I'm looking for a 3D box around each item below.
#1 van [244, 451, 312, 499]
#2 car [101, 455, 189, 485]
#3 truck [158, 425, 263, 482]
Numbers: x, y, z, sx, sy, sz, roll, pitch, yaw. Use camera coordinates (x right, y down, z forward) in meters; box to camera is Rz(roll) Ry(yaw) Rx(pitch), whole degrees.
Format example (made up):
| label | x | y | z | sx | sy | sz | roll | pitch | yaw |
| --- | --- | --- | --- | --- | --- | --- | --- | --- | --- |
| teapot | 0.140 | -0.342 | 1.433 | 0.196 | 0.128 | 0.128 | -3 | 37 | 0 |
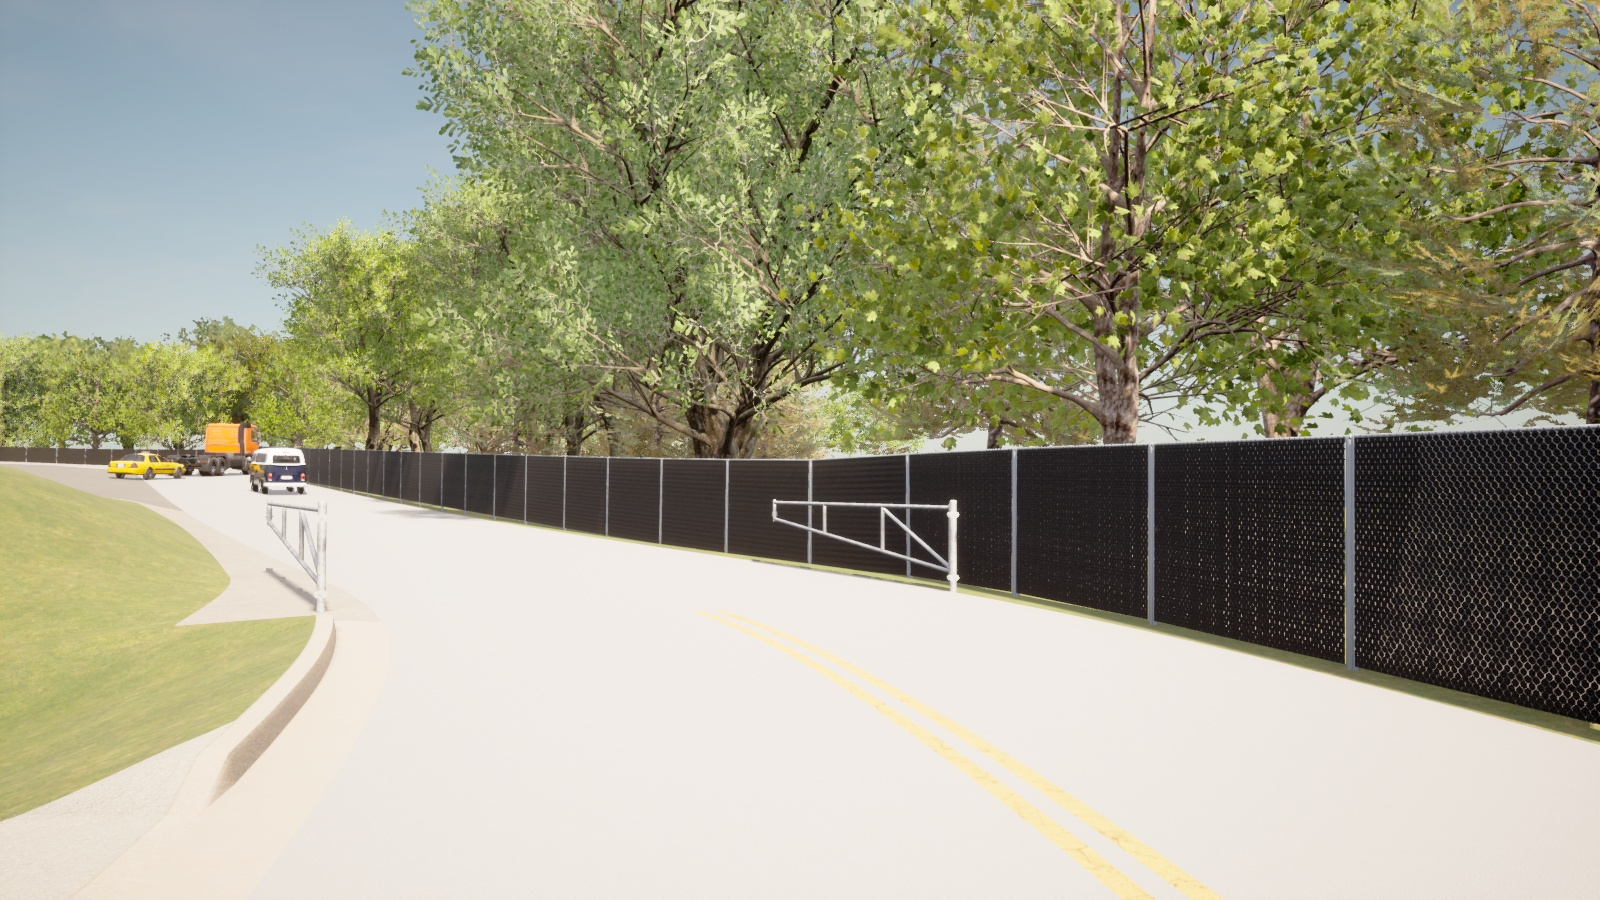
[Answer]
| label | x | y | z | sx | sy | sz | roll | pitch | yaw |
| --- | --- | --- | --- | --- | --- | --- | --- | --- | --- |
| van | -23.480 | 1.093 | 56.436 | 2.069 | 2.038 | 4.480 | 1 | 0 | -32 |
| car | -36.675 | 1.126 | 70.474 | 1.801 | 1.575 | 5.366 | 1 | 0 | 4 |
| truck | -37.870 | 0.207 | 80.965 | 2.891 | 3.462 | 7.936 | 1 | 0 | 1 |
